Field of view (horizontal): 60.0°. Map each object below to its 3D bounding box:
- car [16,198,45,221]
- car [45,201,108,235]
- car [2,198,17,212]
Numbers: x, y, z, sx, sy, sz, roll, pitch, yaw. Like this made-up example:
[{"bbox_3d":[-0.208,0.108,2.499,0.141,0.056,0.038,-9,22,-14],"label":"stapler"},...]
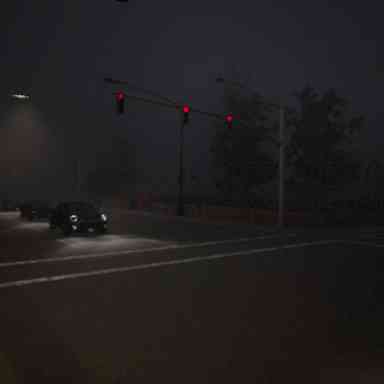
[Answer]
[{"bbox_3d":[-12.428,1.379,26.774,1.882,1.535,5.008,1,0,-37],"label":"car"},{"bbox_3d":[-6.433,1.328,18.696,2.097,1.767,4.553,1,0,-37],"label":"car"},{"bbox_3d":[-19.505,1.361,36.323,2.033,1.411,5.357,1,0,-37],"label":"car"}]
